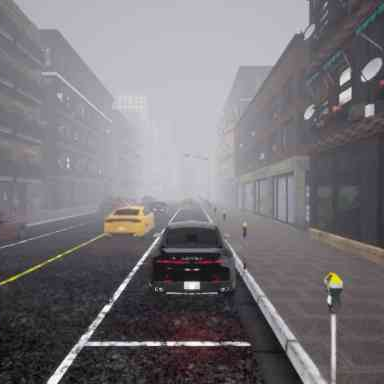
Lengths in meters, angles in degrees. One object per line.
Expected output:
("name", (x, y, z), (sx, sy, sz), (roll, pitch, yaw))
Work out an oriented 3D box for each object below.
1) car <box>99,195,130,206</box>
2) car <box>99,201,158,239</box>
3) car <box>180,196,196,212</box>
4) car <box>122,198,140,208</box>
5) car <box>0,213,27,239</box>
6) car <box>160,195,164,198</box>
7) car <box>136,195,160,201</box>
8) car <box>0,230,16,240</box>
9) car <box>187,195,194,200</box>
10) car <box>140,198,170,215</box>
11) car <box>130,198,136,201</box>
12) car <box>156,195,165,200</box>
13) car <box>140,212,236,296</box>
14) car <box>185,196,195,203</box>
("car", (-8.833, 1.314, 37.157), (2.192, 1.841, 5.009), (0, 0, 0))
("car", (-3.121, 1.478, 17.329), (1.882, 1.535, 5.008), (0, 0, 0))
("car", (-0.454, 1.525, 37.323), (1.752, 1.417, 4.829), (0, 0, 0))
("car", (-8.834, 1.543, 48.430), (1.887, 1.381, 4.507), (0, 0, 0))
("car", (-8.835, 1.583, 14.612), (1.802, 1.307, 4.206), (0, 0, 0))
("car", (-8.834, 1.541, 87.882), (2.008, 1.369, 4.403), (0, 0, 0))
("car", (-6.164, 1.349, 46.710), (2.097, 1.767, 4.553), (0, 0, 0))
("car", (-3.146, 1.351, 1.625), (2.097, 1.767, 4.553), (0, 0, 0))
("car", (-0.452, 1.513, 93.685), (1.752, 1.417, 4.829), (0, 0, 0))
("car", (-3.138, 1.548, 30.607), (2.033, 1.411, 5.357), (0, 0, 0))
("car", (-8.834, 1.439, 42.793), (1.967, 1.590, 4.097), (0, 0, 0))
("car", (-8.834, 1.539, 93.519), (2.008, 1.369, 4.403), (0, 0, 0))
("car", (0.001, 1.504, 8.649), (1.837, 1.490, 4.892), (0, 0, 0))
("car", (-0.453, 1.545, 70.970), (2.008, 1.369, 4.403), (0, 0, 0))
